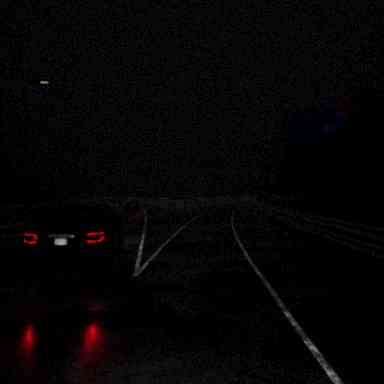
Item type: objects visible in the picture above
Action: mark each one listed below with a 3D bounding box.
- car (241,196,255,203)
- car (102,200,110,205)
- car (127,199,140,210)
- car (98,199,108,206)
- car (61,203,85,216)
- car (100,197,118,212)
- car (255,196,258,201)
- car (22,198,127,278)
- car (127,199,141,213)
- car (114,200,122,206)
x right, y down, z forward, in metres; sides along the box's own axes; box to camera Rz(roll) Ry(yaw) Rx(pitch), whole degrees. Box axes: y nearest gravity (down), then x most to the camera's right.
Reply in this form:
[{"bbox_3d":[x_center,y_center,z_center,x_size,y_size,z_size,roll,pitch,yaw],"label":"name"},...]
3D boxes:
[{"bbox_3d":[12.754,1.936,78.265,1.812,1.442,4.674,0,0,22],"label":"car"},{"bbox_3d":[-23.228,2.902,89.495,1.895,1.301,4.718,0,-1,-12],"label":"car"},{"bbox_3d":[-10.123,2.079,57.852,2.097,1.767,4.553,0,-1,-10],"label":"car"},{"bbox_3d":[-21.296,2.494,80.047,2.097,1.767,4.553,0,-1,-11],"label":"car"},{"bbox_3d":[-14.316,2.039,40.245,1.812,1.442,4.674,0,-1,-8],"label":"car"},{"bbox_3d":[-12.055,1.832,48.618,2.150,2.045,5.566,0,-1,-9],"label":"car"},{"bbox_3d":[16.684,1.773,87.652,1.882,1.535,5.008,0,0,27],"label":"car"},{"bbox_3d":[-3.514,1.336,10.760,2.150,2.045,5.566,0,-1,-7],"label":"car"},{"bbox_3d":[-8.236,1.905,46.156,2.097,1.767,4.553,0,-1,-9],"label":"car"},{"bbox_3d":[-17.798,2.618,80.398,1.837,1.490,4.892,0,-1,-11],"label":"car"}]
